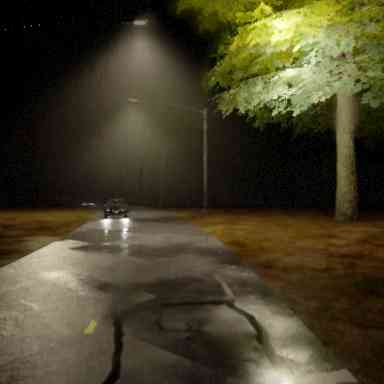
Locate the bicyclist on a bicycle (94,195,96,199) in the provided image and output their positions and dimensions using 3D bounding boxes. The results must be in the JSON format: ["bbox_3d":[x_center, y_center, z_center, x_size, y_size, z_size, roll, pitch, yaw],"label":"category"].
[{"bbox_3d":[-22.209,1.581,75.651,0.866,1.612,1.509,0,-1,-33],"label":"bicyclist on a bicycle"}]

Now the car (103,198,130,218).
[{"bbox_3d":[-6.395,1.331,28.103,1.837,1.490,4.892,0,0,-13],"label":"car"}]

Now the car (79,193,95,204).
[{"bbox_3d":[-21.027,1.260,66.459,2.150,2.045,5.566,0,0,-28],"label":"car"}]
